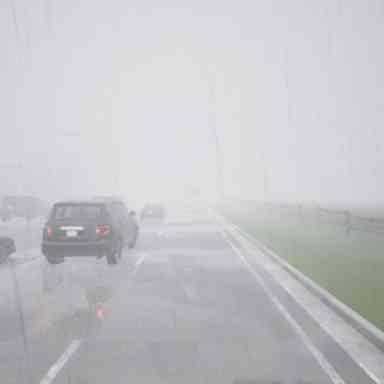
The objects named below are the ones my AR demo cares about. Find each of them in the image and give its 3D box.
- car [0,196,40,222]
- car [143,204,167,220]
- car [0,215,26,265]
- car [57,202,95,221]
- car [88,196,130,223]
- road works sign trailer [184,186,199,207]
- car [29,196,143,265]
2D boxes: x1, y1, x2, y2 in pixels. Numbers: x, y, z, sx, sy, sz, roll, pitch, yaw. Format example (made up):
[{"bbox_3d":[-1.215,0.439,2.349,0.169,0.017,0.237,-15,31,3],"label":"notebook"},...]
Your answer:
[{"bbox_3d":[-13.886,1.360,28.156,2.150,2.045,5.566,0,0,0],"label":"car"},{"bbox_3d":[-3.385,1.708,29.580,1.994,1.385,4.181,0,0,0],"label":"car"},{"bbox_3d":[-6.895,1.592,8.904,2.033,1.411,5.357,0,0,0],"label":"car"},{"bbox_3d":[-10.385,1.673,30.068,1.812,1.442,4.674,0,0,0],"label":"car"},{"bbox_3d":[-6.886,1.360,28.201,2.150,2.045,5.566,0,0,0],"label":"car"},{"bbox_3d":[0.027,0.743,57.241,2.380,3.560,2.880,0,0,0],"label":"road works sign trailer"},{"bbox_3d":[-3.394,1.281,12.078,2.150,2.045,5.566,0,0,0],"label":"car"}]
